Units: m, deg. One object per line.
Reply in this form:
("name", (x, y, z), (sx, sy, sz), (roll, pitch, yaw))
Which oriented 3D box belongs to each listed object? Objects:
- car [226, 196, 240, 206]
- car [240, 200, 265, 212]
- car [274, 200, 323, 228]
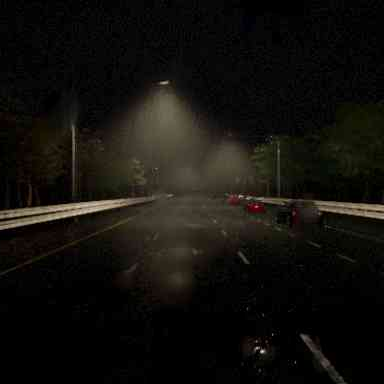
("car", (7.155, 1.565, 56.231), (1.812, 1.442, 4.674), (0, 0, 0))
("car", (7.079, 1.588, 38.352), (1.994, 1.385, 4.181), (0, 0, 0))
("car", (7.028, 1.363, 22.365), (2.097, 1.767, 4.553), (0, 0, 0))
